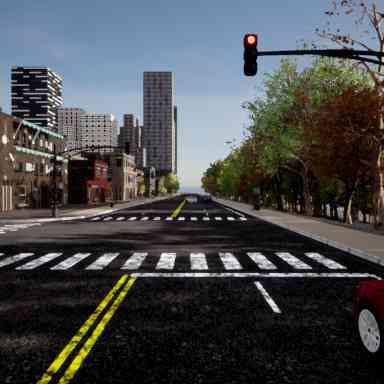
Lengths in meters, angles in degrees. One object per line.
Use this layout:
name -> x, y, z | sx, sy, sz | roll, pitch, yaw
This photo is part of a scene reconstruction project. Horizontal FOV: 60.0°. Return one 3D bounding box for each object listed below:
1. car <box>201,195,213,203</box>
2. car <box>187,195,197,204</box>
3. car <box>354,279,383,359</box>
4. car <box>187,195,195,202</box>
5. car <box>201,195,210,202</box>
car -> 3.181, 1.523, 65.814 | 2.033, 1.411, 5.357 | 0, 0, 0
car -> -0.066, 1.576, 64.707 | 1.895, 1.301, 4.718 | 0, 0, 0
car -> 3.342, 1.477, 2.948 | 1.882, 1.535, 5.008 | 0, 0, 0
car -> -0.196, 1.469, 77.366 | 1.837, 1.490, 4.892 | 0, 0, 0
car -> 3.059, 1.470, 76.308 | 1.837, 1.490, 4.892 | 0, 0, 0
